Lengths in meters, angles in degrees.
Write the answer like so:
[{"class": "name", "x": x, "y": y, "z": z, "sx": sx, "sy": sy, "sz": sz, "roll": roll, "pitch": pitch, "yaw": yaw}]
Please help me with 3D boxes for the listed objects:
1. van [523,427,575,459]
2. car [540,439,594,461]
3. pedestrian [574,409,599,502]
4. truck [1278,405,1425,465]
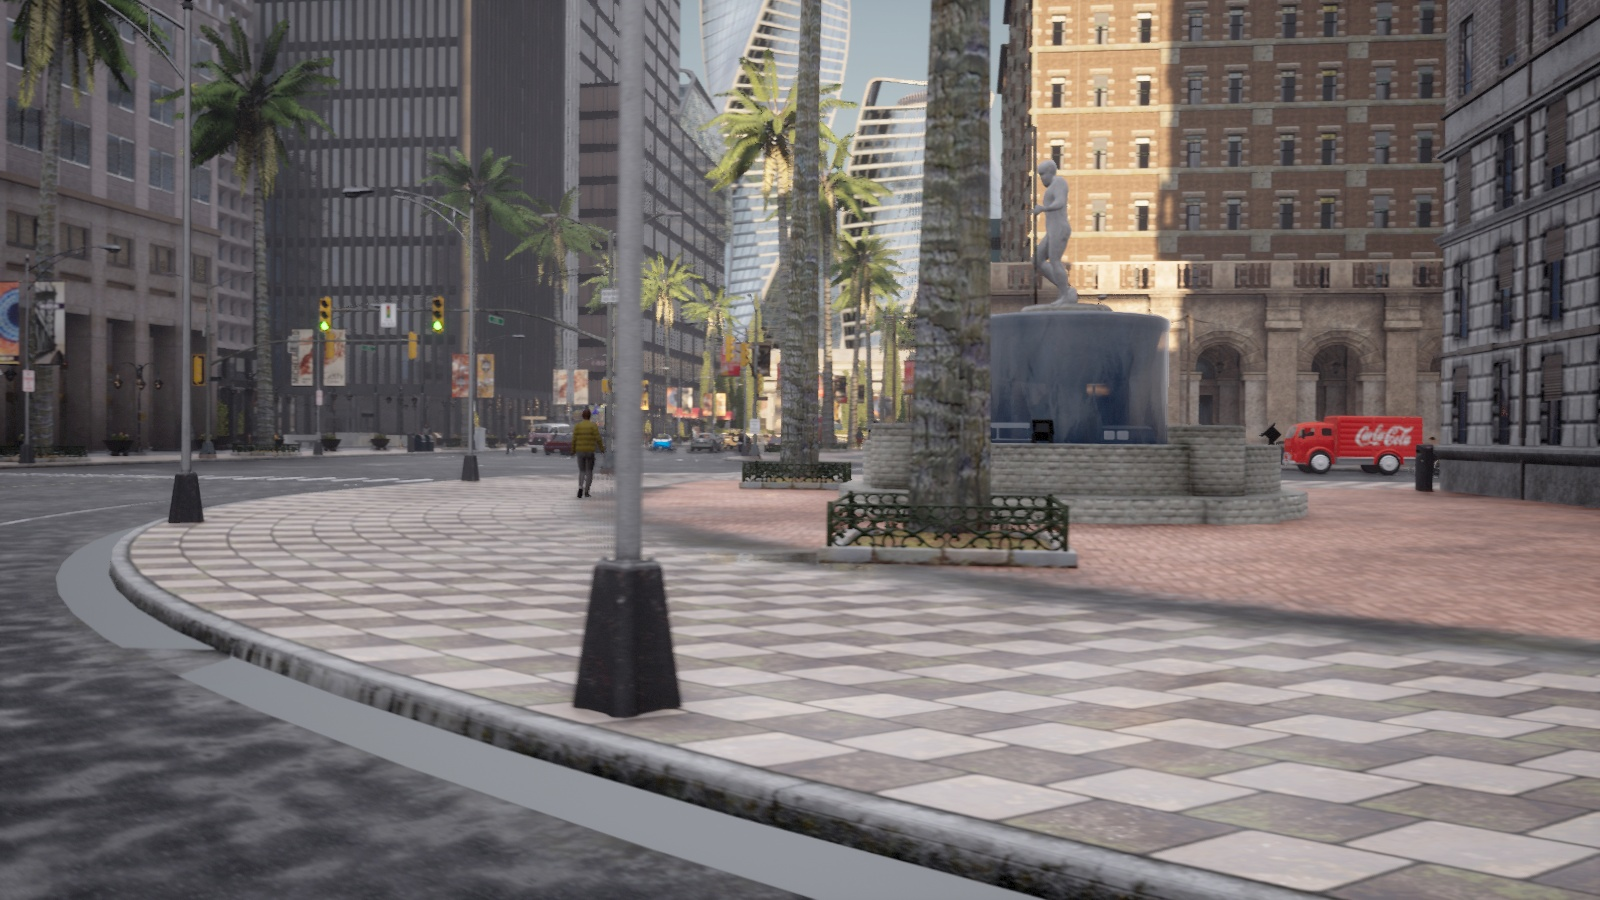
[{"class": "van", "x": -16.905, "y": -0.488, "z": 84.825, "sx": 2.069, "sy": 2.038, "sz": 4.480, "roll": 0, "pitch": 1, "yaw": 8}, {"class": "car", "x": -14.367, "y": -0.043, "z": 77.798, "sx": 1.895, "sy": 1.301, "sz": 4.718, "roll": 0, "pitch": 1, "yaw": 8}, {"class": "pedestrian", "x": -4.246, "y": 0.104, "z": 25.000, "sx": 0.370, "sy": 1.835, "sz": 0.726, "roll": -1, "pitch": 1, "yaw": -2}, {"class": "truck", "x": 23.342, "y": -0.637, "z": 53.360, "sx": 5.204, "sy": 2.467, "sz": 2.627, "roll": 0, "pitch": 1, "yaw": 8}]
